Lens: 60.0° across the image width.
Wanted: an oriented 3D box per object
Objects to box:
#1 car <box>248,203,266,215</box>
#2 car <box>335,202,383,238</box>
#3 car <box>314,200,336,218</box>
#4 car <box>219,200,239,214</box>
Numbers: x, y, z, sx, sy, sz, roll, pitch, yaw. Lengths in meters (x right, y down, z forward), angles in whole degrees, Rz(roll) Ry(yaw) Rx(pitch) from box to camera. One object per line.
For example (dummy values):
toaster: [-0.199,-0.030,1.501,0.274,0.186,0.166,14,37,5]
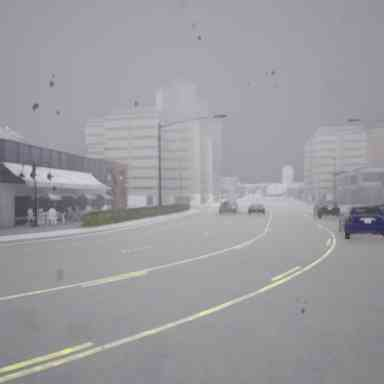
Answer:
car: [7.776,1.974,39.670,1.994,1.385,4.181,-1,-1,14]
car: [9.331,1.487,18.272,2.097,1.767,4.553,-1,-1,20]
car: [13.574,1.632,33.525,2.097,1.767,4.553,-1,-1,14]
car: [4.716,1.816,41.821,2.097,1.767,4.553,-1,-1,14]
